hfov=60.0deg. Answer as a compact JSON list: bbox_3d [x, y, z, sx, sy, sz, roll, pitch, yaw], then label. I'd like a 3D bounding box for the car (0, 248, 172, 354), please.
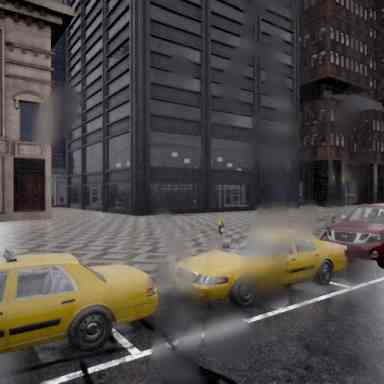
[{"bbox_3d":[-2.834,1.525,4.631,4.829,1.417,1.752,0,0,-35],"label":"car"}]

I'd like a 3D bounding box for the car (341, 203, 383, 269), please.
[{"bbox_3d":[6.498,1.314,11.269,5.009,1.841,2.192,0,0,-35],"label":"car"}]

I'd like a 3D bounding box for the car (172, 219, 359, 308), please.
[{"bbox_3d":[1.763,1.525,7.900,4.829,1.417,1.752,0,0,-35],"label":"car"}]
